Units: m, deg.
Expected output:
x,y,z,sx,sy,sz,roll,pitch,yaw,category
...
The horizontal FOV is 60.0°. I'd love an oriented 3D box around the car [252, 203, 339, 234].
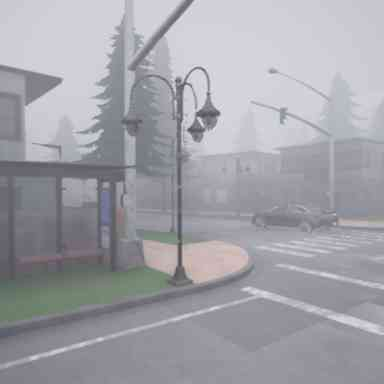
x,y,z,sx,sy,sz,roll,pitch,yaw,category
5.506,1.347,18.254,2.128,1.511,4.902,-1,0,-39,car
